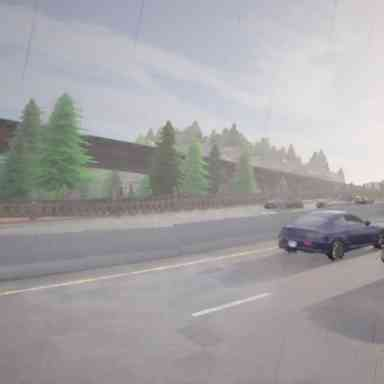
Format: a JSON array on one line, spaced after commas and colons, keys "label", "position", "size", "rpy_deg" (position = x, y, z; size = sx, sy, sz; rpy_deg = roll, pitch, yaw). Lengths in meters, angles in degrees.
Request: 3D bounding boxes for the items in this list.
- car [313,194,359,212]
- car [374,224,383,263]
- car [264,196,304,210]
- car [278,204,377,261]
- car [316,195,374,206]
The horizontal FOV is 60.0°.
[{"label": "car", "position": [13.327, 0.963, 30.708], "size": [4.181, 1.385, 1.994], "rpy_deg": [-2, 1, -35]}, {"label": "car", "position": [7.006, 1.444, 8.752], "size": [4.718, 1.301, 1.895], "rpy_deg": [-2, 1, -36]}, {"label": "car", "position": [8.817, 1.038, 31.792], "size": [4.181, 1.385, 1.994], "rpy_deg": [-2, 1, -35]}, {"label": "car", "position": [4.965, 1.369, 11.596], "size": [4.674, 1.442, 1.812], "rpy_deg": [-2, 1, -36]}, {"label": "car", "position": [12.097, 0.990, 25.532], "size": [4.902, 1.511, 2.128], "rpy_deg": [-2, 1, -35]}]
